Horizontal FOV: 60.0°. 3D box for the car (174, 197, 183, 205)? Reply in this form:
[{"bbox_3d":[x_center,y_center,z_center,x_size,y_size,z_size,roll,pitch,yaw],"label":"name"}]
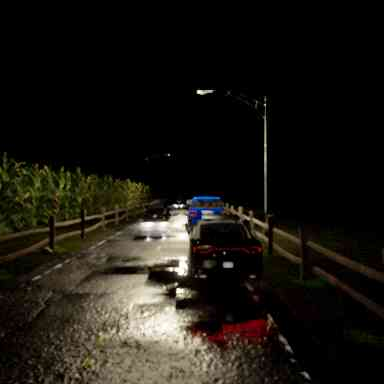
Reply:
[{"bbox_3d":[-2.734,1.888,69.889,2.128,1.511,4.902,0,0,0],"label":"car"}]

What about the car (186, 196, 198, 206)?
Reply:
[{"bbox_3d":[0.015,1.663,62.013,2.097,1.767,4.553,0,0,0],"label":"car"}]

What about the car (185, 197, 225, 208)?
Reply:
[{"bbox_3d":[0.829,1.308,20.086,2.150,2.045,5.566,0,0,0],"label":"car"}]

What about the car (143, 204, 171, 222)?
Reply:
[{"bbox_3d":[-2.842,1.678,27.558,1.994,1.385,4.181,0,0,0],"label":"car"}]

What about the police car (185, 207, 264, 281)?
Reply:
[{"bbox_3d":[0.827,1.468,10.165,1.930,1.638,5.238,0,0,0],"label":"police car"}]

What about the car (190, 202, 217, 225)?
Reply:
[{"bbox_3d":[0.831,1.586,26.054,1.882,1.535,5.008,0,0,0],"label":"car"}]
